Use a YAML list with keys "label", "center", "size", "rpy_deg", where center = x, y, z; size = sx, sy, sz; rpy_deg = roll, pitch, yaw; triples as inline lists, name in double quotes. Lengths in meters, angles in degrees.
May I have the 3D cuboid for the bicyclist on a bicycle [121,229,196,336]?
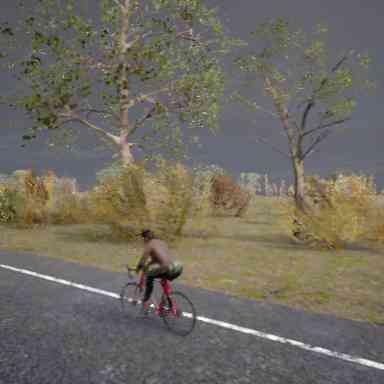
- label: "bicyclist on a bicycle"
  center: [-0.610, 1.451, 5.492]
  size: [1.656, 1.620, 0.582]
  rpy_deg: [0, 0, 35]
